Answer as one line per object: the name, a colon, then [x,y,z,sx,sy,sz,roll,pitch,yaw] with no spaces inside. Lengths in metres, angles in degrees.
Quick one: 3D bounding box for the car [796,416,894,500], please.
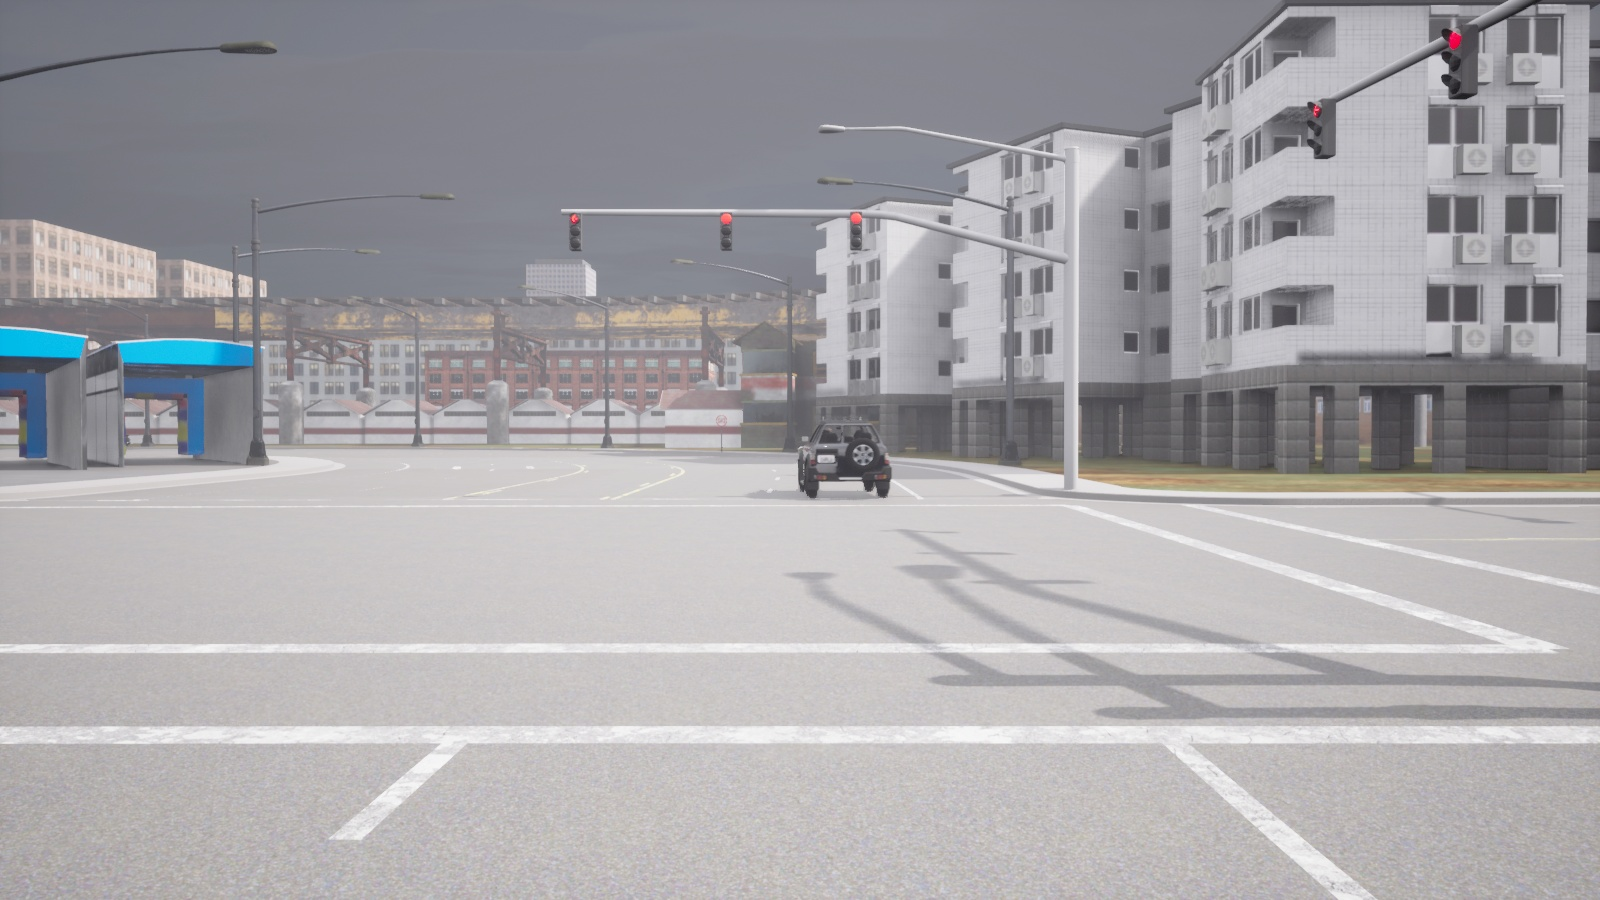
car: [0.995,0.139,30.132,1.932,1.855,4.605,0,1,-3]
